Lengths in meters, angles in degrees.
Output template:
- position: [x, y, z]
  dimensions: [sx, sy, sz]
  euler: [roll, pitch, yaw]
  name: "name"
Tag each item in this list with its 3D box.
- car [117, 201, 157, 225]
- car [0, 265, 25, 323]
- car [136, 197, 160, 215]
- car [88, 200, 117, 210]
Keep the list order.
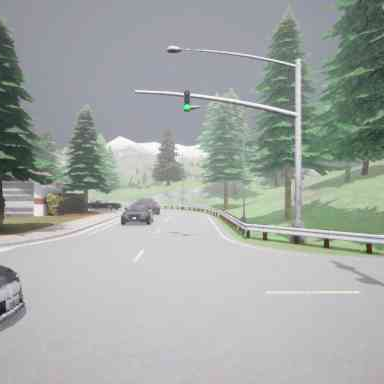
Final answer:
- position: [-3.898, 1.564, 24.162]
  dimensions: [1.994, 1.385, 4.181]
  euler: [0, 0, -2]
  name: "car"
- position: [-5.460, 1.557, 5.565]
  dimensions: [4.902, 1.511, 2.128]
  euler: [1, 0, -1]
  name: "car"
- position: [-4.697, 1.352, 33.955]
  dimensions: [2.097, 1.767, 4.553]
  euler: [0, 0, -19]
  name: "car"
- position: [-11.244, 1.608, 41.717]
  dimensions: [4.718, 1.301, 1.895]
  euler: [0, 0, 14]
  name: "car"
